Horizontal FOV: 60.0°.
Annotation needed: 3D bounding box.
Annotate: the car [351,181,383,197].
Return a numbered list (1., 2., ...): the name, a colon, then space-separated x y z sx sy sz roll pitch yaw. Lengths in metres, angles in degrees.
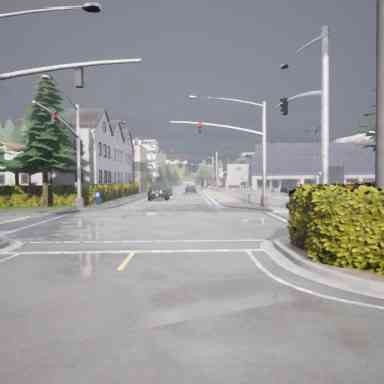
1. car: 22.216 -0.466 42.137 1.932 1.855 4.605 -1 2 -1

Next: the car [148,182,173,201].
1. car: -3.761 -0.122 38.286 2.150 2.045 5.566 -1 2 0

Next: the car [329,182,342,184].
1. car: 25.243 -1.043 59.531 2.152 1.636 5.027 -1 2 -1

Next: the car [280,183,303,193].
1. car: 15.213 -0.535 52.107 2.007 1.523 4.514 -1 2 -1

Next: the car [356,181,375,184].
1. car: 18.980 -0.180 34.253 1.905 1.878 3.866 -1 2 -1

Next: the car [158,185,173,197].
1. car: -3.785 -0.190 48.446 1.837 1.490 4.892 -1 2 0

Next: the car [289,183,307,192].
1. car: 18.829 -0.883 59.171 1.970 1.475 3.806 -1 2 -1

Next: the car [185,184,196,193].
1. car: -0.233 -0.596 58.710 2.128 1.511 4.902 -1 2 0
